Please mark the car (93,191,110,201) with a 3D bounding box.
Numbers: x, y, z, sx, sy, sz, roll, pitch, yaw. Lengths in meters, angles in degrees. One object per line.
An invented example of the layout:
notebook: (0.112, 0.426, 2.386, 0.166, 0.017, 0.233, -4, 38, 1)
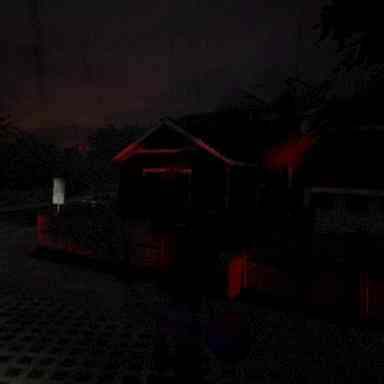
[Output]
car: (-14.304, 0.613, 52.849, 1.812, 1.442, 4.674, 3, 2, -3)
